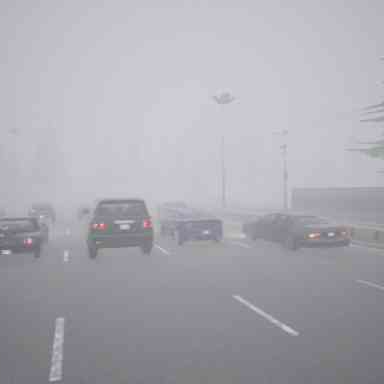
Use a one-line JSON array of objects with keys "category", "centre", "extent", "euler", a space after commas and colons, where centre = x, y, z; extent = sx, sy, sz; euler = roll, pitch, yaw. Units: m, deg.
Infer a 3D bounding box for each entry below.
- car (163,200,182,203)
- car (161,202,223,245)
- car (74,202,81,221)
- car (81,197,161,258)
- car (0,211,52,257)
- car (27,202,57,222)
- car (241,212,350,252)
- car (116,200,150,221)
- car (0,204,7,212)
[{"category": "car", "centre": [-1.797, 1.507, 29.622], "extent": [1.837, 1.490, 4.892], "euler": [0, 0, -22]}, {"category": "car", "centre": [-0.256, 1.477, 15.727], "extent": [1.882, 1.535, 5.008], "euler": [0, 0, -20]}, {"category": "car", "centre": [-8.503, 1.507, 27.226], "extent": [2.128, 1.511, 4.902], "euler": [0, 0, -24]}, {"category": "car", "centre": [-3.061, 1.224, 13.173], "extent": [2.150, 2.045, 5.566], "euler": [0, 0, -20]}, {"category": "car", "centre": [-6.577, 1.612, 12.616], "extent": [1.895, 1.301, 4.718], "euler": [0, 0, -20]}, {"category": "car", "centre": [-11.745, 1.526, 26.053], "extent": [1.837, 1.490, 4.892], "euler": [0, 0, -23]}, {"category": "car", "centre": [4.047, 1.539, 14.066], "extent": [2.033, 1.411, 5.357], "euler": [0, 0, -20]}, {"category": "car", "centre": [-5.122, 1.514, 28.436], "extent": [1.837, 1.490, 4.892], "euler": [0, 0, -23]}, {"category": "car", "centre": [-15.115, 1.533, 24.855], "extent": [1.837, 1.490, 4.892], "euler": [0, 0, -24]}]
